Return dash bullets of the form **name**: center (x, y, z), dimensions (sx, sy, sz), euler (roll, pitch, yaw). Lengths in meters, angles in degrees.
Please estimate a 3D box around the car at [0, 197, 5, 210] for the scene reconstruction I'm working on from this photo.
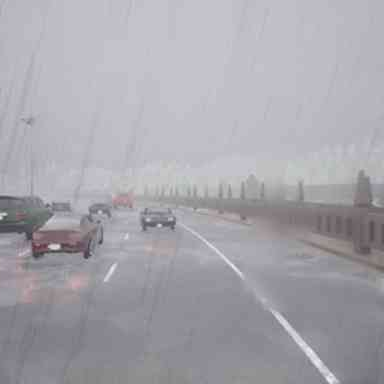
- **car**: center (-24.205, 1.382, 40.861), dimensions (1.882, 1.535, 5.008), euler (0, 1, -27)

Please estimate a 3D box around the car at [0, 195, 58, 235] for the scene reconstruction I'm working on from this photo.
- **car**: center (-8.631, 1.178, 16.761), dimensions (2.150, 2.045, 5.566), euler (0, 0, -10)

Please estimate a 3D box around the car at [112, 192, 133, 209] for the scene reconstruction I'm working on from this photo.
- **car**: center (-8.992, 1.070, 41.776), dimensions (2.150, 2.045, 5.566), euler (0, 0, -23)

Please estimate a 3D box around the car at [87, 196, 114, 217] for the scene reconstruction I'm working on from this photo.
- **car**: center (-8.372, 1.402, 30.076), dimensions (1.837, 1.490, 4.892), euler (0, 0, -17)

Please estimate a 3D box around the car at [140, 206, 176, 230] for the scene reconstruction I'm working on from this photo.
- **car**: center (-2.194, 1.520, 20.286), dimensions (1.895, 1.301, 4.718), euler (0, 0, -11)

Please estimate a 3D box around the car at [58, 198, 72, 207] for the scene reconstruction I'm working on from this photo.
- **car**: center (-13.620, 1.373, 34.571), dimensions (1.882, 1.535, 5.008), euler (0, 0, -20)

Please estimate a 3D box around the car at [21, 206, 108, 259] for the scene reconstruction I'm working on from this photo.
- **car**: center (-4.450, 1.487, 12.375), dimensions (1.812, 1.442, 4.674), euler (0, 0, -7)
